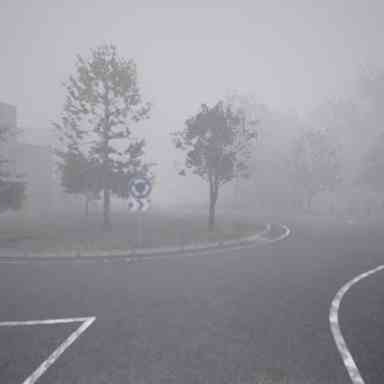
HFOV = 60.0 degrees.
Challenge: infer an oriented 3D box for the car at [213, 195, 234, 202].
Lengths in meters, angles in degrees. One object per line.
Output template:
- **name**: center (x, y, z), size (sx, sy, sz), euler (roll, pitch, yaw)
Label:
- **car**: center (8.994, 1.745, 93.990), size (5.566, 2.045, 2.435), euler (0, 0, -6)

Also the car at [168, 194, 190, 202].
- **car**: center (-3.232, 1.706, 89.766), size (5.566, 2.045, 2.435), euler (0, -1, -5)

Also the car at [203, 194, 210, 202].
- **car**: center (4.928, 1.636, 85.275), size (2.150, 2.045, 5.566), euler (0, -1, -5)

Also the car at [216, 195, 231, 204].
- **car**: center (6.332, 1.877, 70.698), size (1.895, 1.301, 4.718), euler (0, -1, -5)

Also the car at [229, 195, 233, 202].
- **car**: center (9.512, 1.813, 88.232), size (4.553, 1.767, 2.185), euler (0, 0, -6)

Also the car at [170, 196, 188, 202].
- **car**: center (-3.749, 2.004, 95.392), size (5.008, 1.535, 2.097), euler (0, 0, -5)
